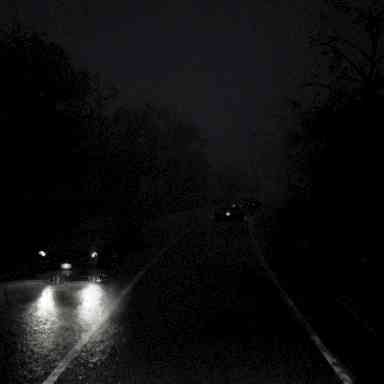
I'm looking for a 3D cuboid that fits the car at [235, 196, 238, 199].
[{"bbox_3d":[7.909,1.342,53.512,1.812,1.442,4.674,2,1,22],"label":"car"}]

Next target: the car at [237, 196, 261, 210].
[{"bbox_3d":[7.585,1.463,42.179,2.033,1.411,5.357,2,1,19],"label":"car"}]

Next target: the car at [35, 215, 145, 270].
[{"bbox_3d":[-2.972,1.490,11.118,2.033,1.411,5.357,0,0,5],"label":"car"}]

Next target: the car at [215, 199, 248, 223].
[{"bbox_3d":[2.900,1.492,25.050,1.994,1.385,4.181,1,0,11],"label":"car"}]
